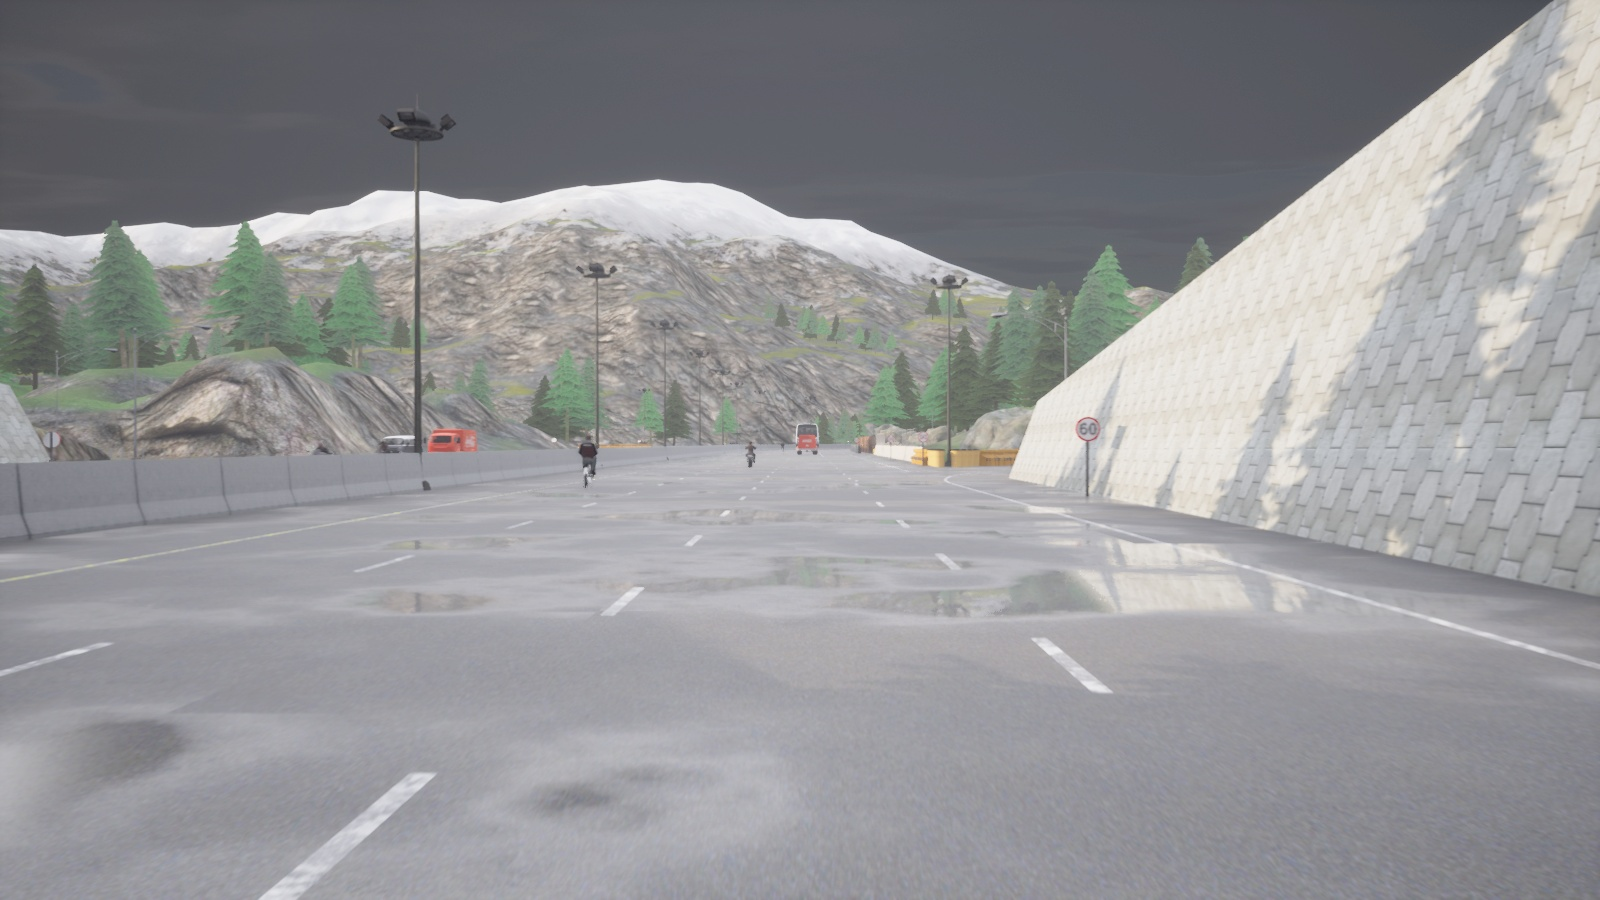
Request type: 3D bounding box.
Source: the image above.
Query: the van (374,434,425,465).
[{"bbox_3d":[-27.493,-0.039,86.337,2.069,2.038,4.480,0,0,0],"label":"van"}]

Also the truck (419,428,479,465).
[{"bbox_3d":[-23.994,-0.239,86.142,2.627,2.467,5.204,0,0,0],"label":"truck"}]

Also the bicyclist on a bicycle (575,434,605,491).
[{"bbox_3d":[-6.754,0.384,40.429,0.659,1.776,1.843,0,0,0],"label":"bicyclist on a bicycle"}]
